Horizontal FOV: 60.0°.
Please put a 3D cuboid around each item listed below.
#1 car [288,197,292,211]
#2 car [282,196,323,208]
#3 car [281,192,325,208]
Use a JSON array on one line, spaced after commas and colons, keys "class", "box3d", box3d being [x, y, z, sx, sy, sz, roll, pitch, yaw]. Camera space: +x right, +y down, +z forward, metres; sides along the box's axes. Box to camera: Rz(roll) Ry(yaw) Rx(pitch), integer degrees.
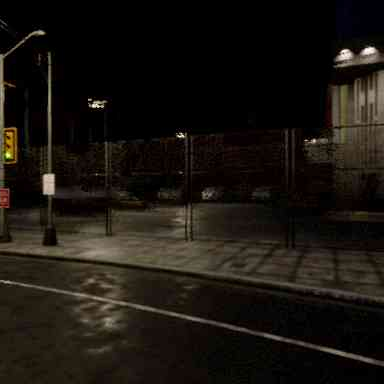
[{"class": "car", "box3d": [10.058, 1.282, 32.707, 4.674, 1.452, 2.002, 0, 0, 23]}, {"class": "car", "box3d": [13.954, 1.221, 41.923, 4.786, 1.482, 2.161, 0, 0, 23]}, {"class": "car", "box3d": [15.121, 1.038, 45.221, 5.566, 2.045, 2.435, 0, 0, 23]}]
